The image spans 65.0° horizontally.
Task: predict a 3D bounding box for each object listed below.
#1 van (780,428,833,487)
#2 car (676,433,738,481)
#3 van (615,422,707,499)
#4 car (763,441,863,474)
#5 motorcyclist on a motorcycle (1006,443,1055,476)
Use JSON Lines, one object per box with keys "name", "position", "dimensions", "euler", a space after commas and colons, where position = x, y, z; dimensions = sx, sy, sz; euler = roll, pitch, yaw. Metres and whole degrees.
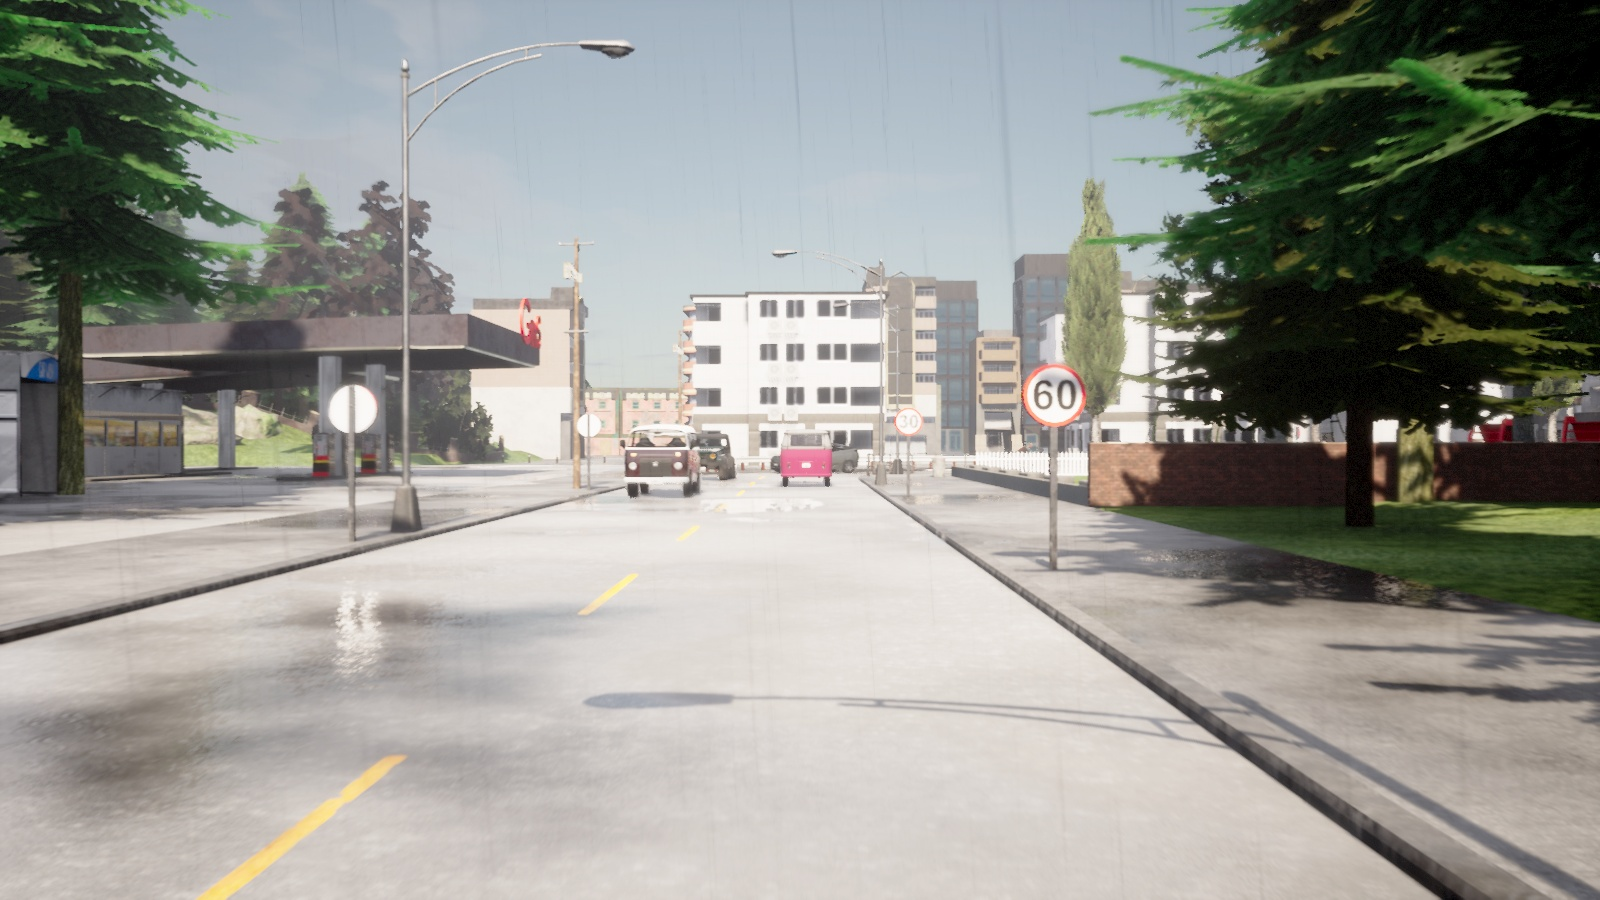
{"name": "van", "position": [0.221, 0.248, 44.617], "dimensions": [1.775, 1.987, 4.442], "euler": [0, 0, 0]}
{"name": "car", "position": [-3.697, 0.255, 50.540], "dimensions": [1.905, 1.878, 3.866], "euler": [0, 0, 4]}
{"name": "van", "position": [-3.820, 0.270, 35.254], "dimensions": [2.069, 2.038, 4.480], "euler": [0, 0, 0]}
{"name": "car", "position": [0.652, 0.354, 60.667], "dimensions": [4.514, 1.525, 2.007], "euler": [0, 0, -34]}
{"name": "motorcyclist on a motorcycle", "position": [10.948, 0.454, 59.723], "dimensions": [2.191, 1.530, 0.866], "euler": [0, 1, -1]}
